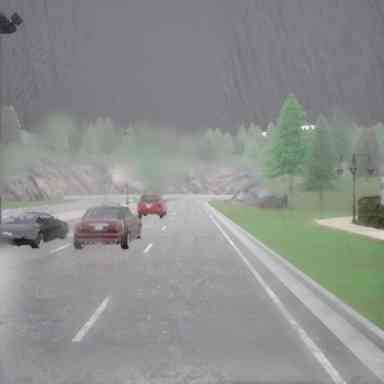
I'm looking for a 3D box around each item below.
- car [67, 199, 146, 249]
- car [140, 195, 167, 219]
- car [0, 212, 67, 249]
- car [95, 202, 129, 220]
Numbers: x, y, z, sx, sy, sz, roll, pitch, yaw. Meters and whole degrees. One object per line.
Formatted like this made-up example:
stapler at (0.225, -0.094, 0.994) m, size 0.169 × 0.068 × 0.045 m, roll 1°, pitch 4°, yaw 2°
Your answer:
car at (-3.500, 1.367, 14.620) m, size 2.097 × 1.767 × 4.553 m, roll 0°, pitch 0°, yaw 0°
car at (-3.500, 1.259, 29.680) m, size 2.150 × 2.045 × 5.566 m, roll 0°, pitch 0°, yaw 0°
car at (-7.000, 1.573, 14.650) m, size 1.994 × 1.385 × 4.181 m, roll 0°, pitch 0°, yaw 0°
car at (-7.000, 1.617, 29.680) m, size 1.895 × 1.301 × 4.718 m, roll 0°, pitch 0°, yaw 0°
